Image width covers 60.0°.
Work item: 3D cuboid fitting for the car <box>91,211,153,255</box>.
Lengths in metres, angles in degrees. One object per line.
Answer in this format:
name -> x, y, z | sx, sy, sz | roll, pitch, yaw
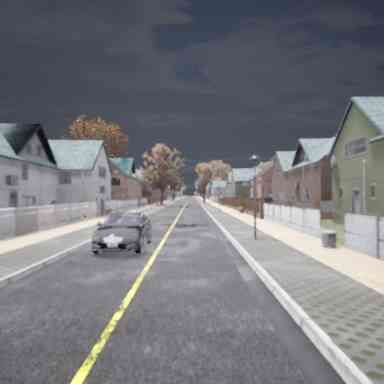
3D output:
car -> -2.753, 1.596, 13.956 | 2.128, 1.511, 4.902 | 0, 0, 0
